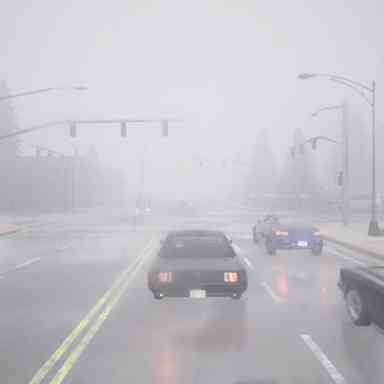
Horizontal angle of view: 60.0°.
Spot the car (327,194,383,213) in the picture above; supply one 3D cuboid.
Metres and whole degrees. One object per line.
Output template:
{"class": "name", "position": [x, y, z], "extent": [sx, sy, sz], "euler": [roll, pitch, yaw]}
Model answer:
{"class": "car", "position": [17.646, 1.221, 36.146], "extent": [5.566, 2.045, 2.150], "euler": [0, 0, 0]}

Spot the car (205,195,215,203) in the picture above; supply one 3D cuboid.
{"class": "car", "position": [3.833, 1.354, 72.559], "extent": [2.097, 1.767, 4.553], "euler": [0, 0, 0]}

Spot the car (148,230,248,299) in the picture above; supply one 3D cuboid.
{"class": "car", "position": [0.099, 1.601, 8.383], "extent": [1.895, 1.301, 4.718], "euler": [0, 0, 0]}

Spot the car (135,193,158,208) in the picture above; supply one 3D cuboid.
{"class": "car", "position": [-6.860, 1.221, 49.014], "extent": [2.150, 2.045, 5.566], "euler": [0, 0, 1]}

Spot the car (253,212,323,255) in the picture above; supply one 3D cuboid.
{"class": "car", "position": [3.637, 1.526, 13.174], "extent": [1.812, 1.442, 4.674], "euler": [0, 0, 0]}

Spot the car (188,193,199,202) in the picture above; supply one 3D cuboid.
{"class": "car", "position": [0.322, 1.225, 72.037], "extent": [2.150, 2.045, 5.566], "euler": [0, 0, 0]}

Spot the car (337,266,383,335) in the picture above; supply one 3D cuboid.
{"class": "car", "position": [3.614, 1.601, 4.071], "extent": [1.895, 1.301, 4.718], "euler": [0, 0, 0]}

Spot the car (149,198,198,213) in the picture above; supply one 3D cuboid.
{"class": "car", "position": [-1.947, 1.601, 36.553], "extent": [4.718, 1.301, 1.895], "euler": [0, 0, 2]}
